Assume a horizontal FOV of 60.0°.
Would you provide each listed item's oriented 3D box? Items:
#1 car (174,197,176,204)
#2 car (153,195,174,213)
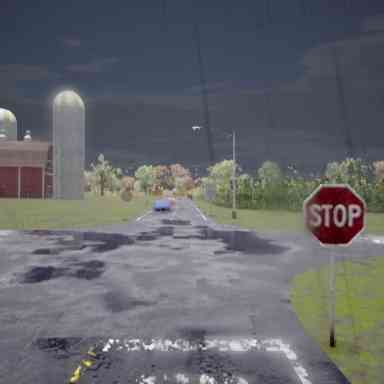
[{"bbox_3d":[-4.070,1.269,60.870,2.097,1.767,4.553,0,0,-2],"label":"car"},{"bbox_3d":[-3.250,1.488,36.803,1.882,1.535,5.008,0,1,-1],"label":"car"}]
